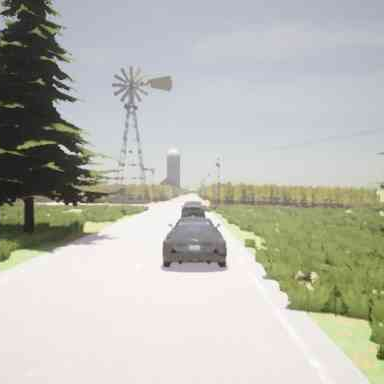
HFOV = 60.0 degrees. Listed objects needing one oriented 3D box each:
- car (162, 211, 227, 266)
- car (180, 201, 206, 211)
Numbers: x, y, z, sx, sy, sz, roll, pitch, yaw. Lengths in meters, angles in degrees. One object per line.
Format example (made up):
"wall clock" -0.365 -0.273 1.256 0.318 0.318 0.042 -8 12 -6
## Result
"car" 0.082 1.543 11.420 1.994 1.385 4.181 0 0 0
"car" 0.086 1.459 26.701 1.837 1.490 4.892 0 0 0
